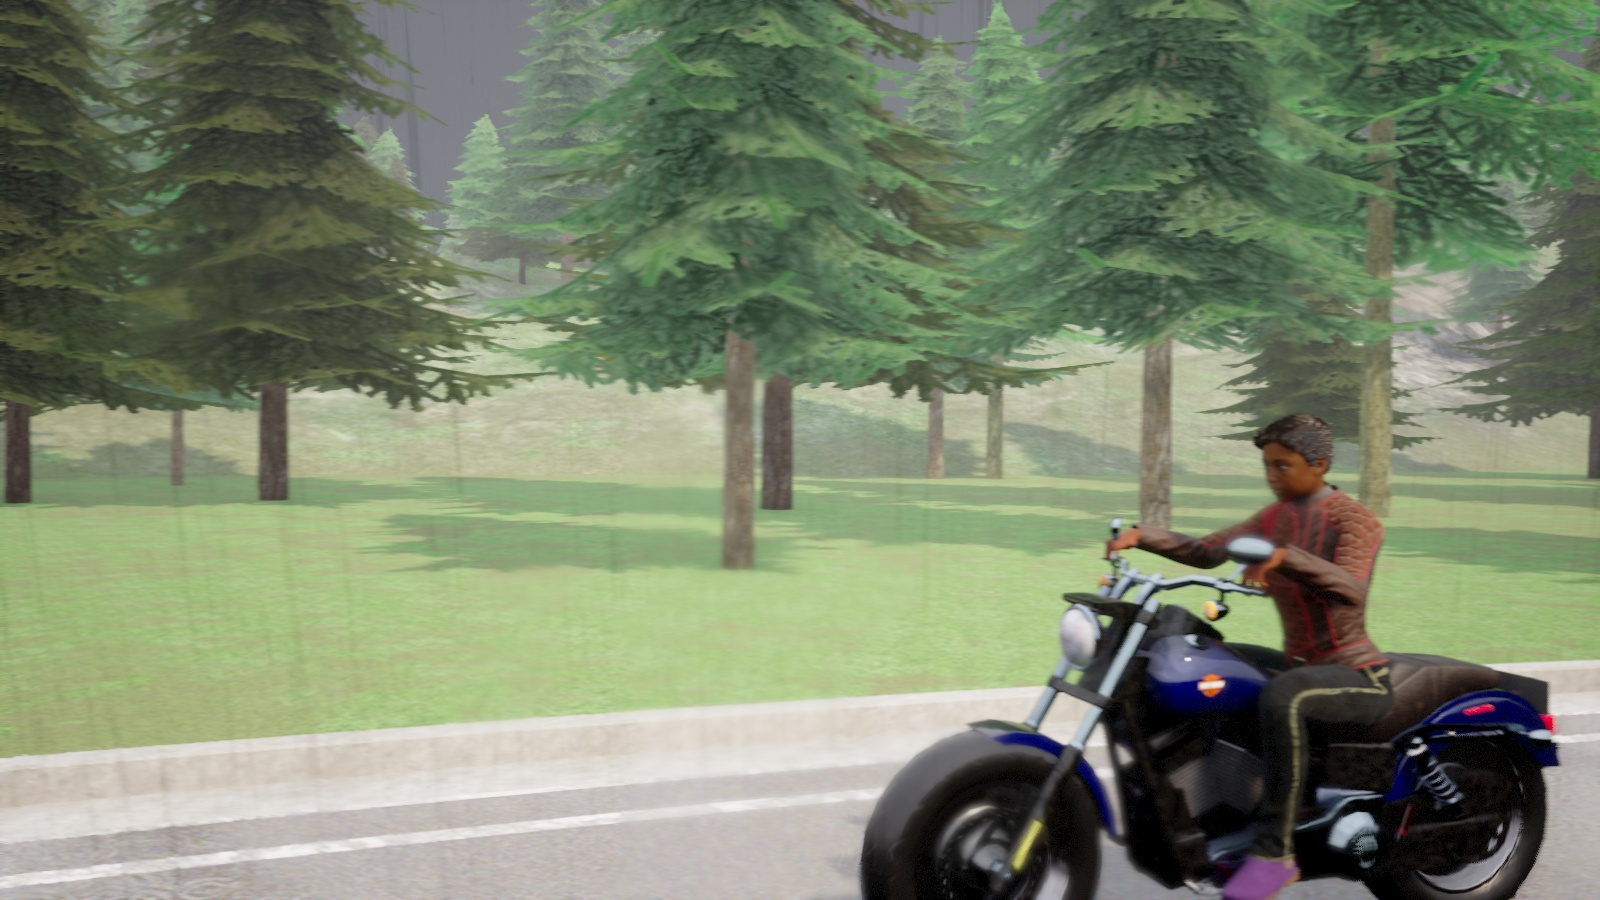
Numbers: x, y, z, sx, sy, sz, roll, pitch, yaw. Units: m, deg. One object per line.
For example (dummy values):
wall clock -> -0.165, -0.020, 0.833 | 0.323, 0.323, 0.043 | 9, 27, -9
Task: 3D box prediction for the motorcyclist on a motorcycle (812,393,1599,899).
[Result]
motorcyclist on a motorcycle -> 1.282, 0.670, 3.733 | 2.350, 1.649, 0.766 | -1, 2, -18
